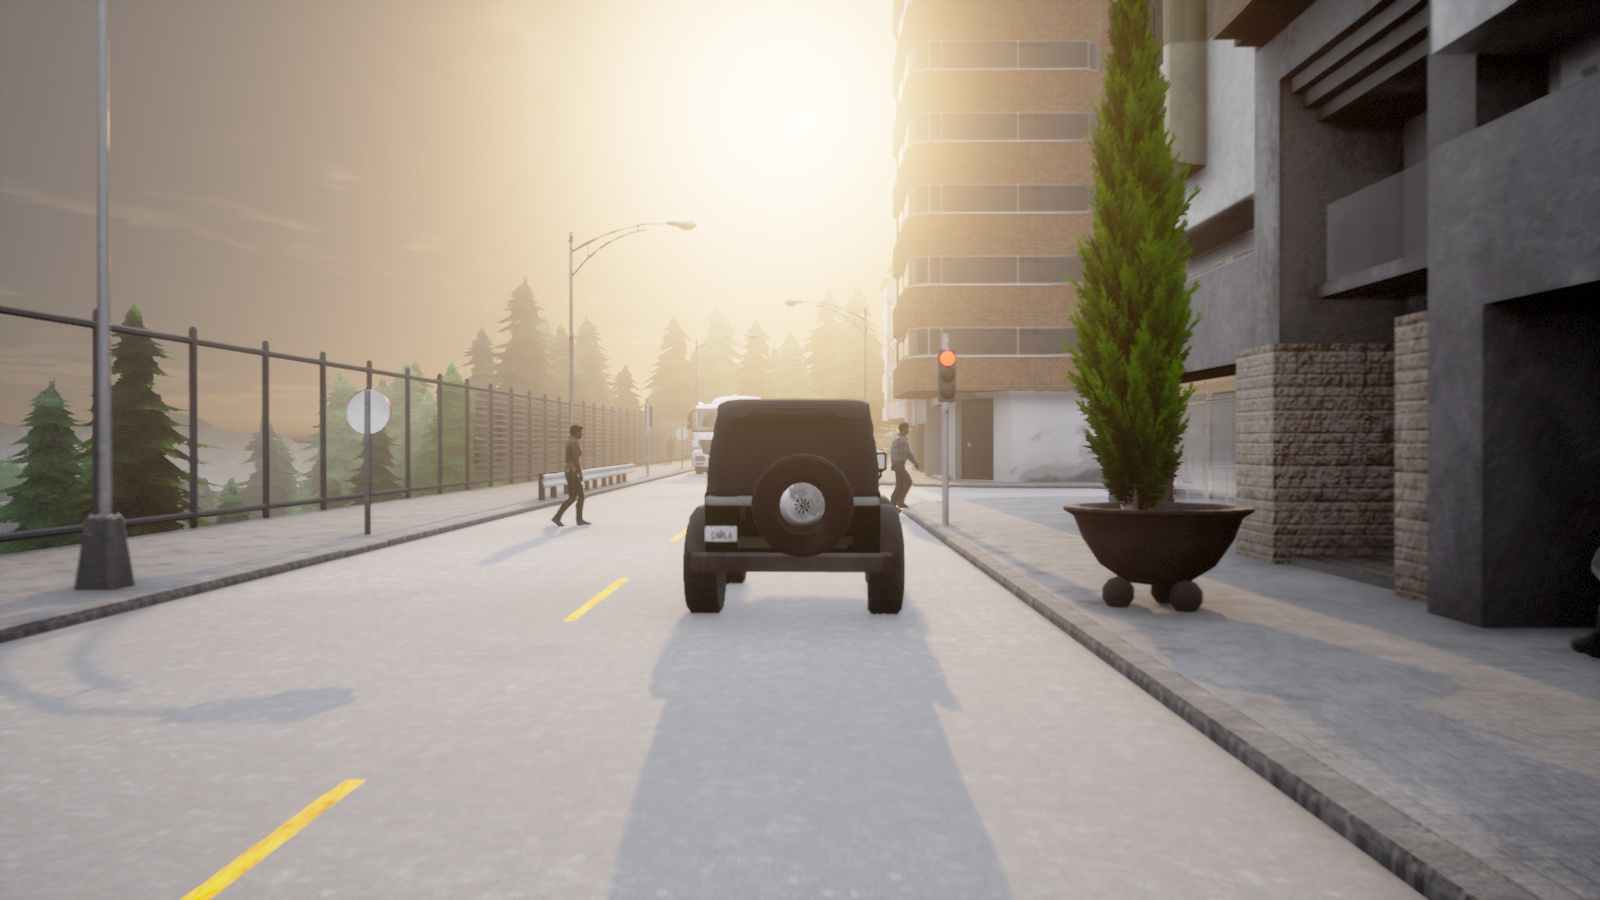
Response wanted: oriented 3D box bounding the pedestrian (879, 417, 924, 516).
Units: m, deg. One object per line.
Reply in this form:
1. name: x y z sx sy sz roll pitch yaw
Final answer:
1. pedestrian: 2.019 0.320 25.053 0.788 1.949 0.423 0 0 -15

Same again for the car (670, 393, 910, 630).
1. car: -0.001 0.475 11.901 1.905 1.878 3.866 0 0 2

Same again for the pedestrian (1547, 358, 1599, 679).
1. pedestrian: 5.197 0.417 7.695 0.659 1.952 0.873 0 0 -8

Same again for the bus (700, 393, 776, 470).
1. bus: -3.544 -1.056 75.082 3.944 4.253 10.273 0 0 0

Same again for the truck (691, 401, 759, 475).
1. truck: -3.620 -0.590 62.472 2.891 3.462 7.936 0 0 0

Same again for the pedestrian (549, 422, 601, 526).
1. pedestrian: -3.974 0.419 22.146 0.869 1.805 0.328 0 0 -17
